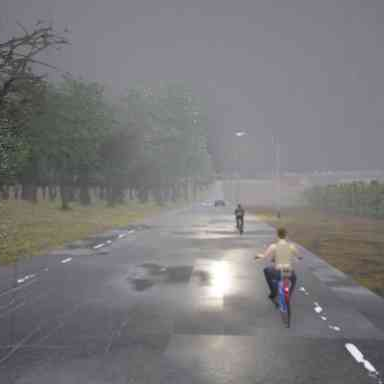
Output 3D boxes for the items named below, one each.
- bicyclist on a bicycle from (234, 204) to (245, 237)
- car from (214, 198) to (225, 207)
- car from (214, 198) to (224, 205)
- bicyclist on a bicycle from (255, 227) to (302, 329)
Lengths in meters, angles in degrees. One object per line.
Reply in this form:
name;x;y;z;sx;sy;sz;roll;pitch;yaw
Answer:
bicyclist on a bicycle;2.476;1.466;17.189;0.582;1.620;1.656;-1;-1;5
car;4.925;1.928;58.872;1.837;1.490;4.892;-1;-1;5
car;6.021;2.170;73.872;2.128;1.511;4.902;-1;-1;5
bicyclist on a bicycle;1.581;1.430;5.942;0.866;1.612;1.509;0;0;4
